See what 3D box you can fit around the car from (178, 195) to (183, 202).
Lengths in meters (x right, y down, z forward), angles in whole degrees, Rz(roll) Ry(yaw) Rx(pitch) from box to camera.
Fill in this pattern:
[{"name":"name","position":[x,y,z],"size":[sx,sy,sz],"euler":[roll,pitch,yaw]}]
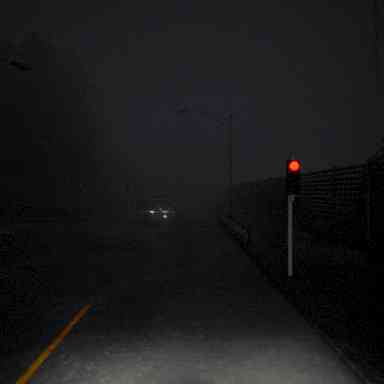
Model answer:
[{"name":"car","position":[-3.905,1.500,77.012],"size":[4.892,1.490,1.837],"euler":[0,0,40]}]

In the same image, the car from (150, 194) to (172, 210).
[{"name":"car","position":[-4.209,1.221,43.912],"size":[2.150,2.045,5.566],"euler":[0,0,0]}]

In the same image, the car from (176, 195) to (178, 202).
[{"name":"car","position":[-4.193,1.525,63.957],"size":[1.812,1.442,4.674],"euler":[0,0,0]}]

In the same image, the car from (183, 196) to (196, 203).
[{"name":"car","position":[-0.280,1.526,67.646],"size":[1.812,1.442,4.674],"euler":[0,0,-5]}]

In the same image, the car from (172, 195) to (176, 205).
[{"name":"car","position":[-4.221,1.352,53.763],"size":[2.097,1.767,4.553],"euler":[0,0,0]}]
